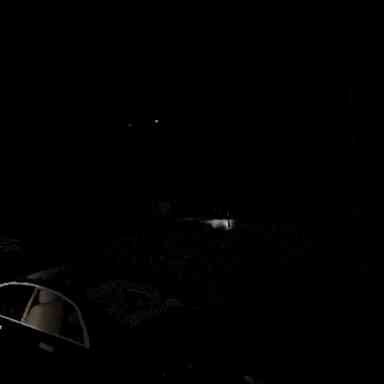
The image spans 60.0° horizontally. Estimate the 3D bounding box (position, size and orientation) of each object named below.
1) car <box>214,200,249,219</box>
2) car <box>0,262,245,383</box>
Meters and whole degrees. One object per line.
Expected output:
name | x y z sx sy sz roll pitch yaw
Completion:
car | 4.666 1.996 38.405 2.150 2.045 5.566 0 -1 35
car | -1.521 1.559 4.048 4.403 1.369 2.008 0 0 35
